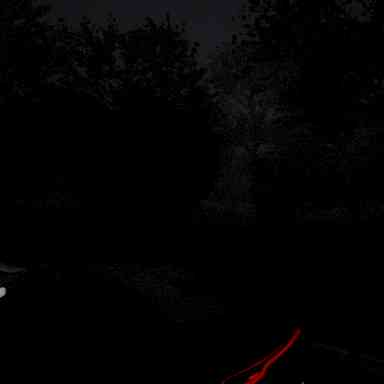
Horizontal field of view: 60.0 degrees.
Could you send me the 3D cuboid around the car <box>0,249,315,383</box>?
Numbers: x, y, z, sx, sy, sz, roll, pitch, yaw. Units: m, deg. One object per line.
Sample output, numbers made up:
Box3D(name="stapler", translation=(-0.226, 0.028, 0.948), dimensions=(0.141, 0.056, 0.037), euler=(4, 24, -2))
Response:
Box3D(name="car", translation=(-1.127, 1.478, 4.182), dimensions=(5.008, 1.535, 1.882), euler=(0, 0, 35))
